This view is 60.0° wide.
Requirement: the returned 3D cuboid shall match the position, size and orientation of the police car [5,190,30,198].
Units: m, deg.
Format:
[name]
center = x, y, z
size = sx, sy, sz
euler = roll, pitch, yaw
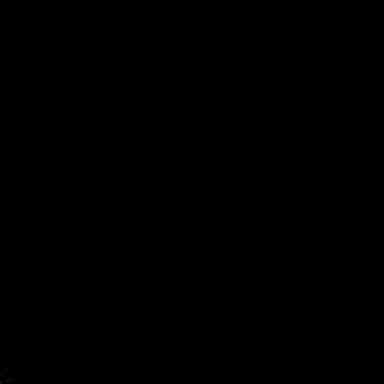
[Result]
[police car]
center = -39.507, 0.452, 75.580
size = 1.930, 1.638, 5.238
euler = -1, 0, 35
